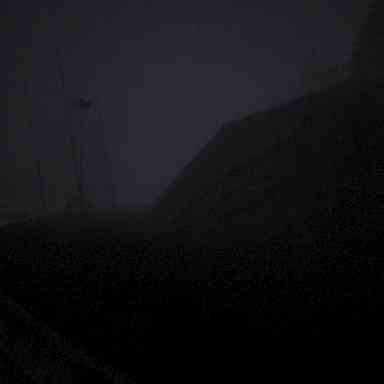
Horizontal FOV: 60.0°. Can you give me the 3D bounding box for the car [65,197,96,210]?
[{"bbox_3d":[-14.660,1.470,44.096,2.097,1.767,4.553,0,0,17],"label":"car"}]
